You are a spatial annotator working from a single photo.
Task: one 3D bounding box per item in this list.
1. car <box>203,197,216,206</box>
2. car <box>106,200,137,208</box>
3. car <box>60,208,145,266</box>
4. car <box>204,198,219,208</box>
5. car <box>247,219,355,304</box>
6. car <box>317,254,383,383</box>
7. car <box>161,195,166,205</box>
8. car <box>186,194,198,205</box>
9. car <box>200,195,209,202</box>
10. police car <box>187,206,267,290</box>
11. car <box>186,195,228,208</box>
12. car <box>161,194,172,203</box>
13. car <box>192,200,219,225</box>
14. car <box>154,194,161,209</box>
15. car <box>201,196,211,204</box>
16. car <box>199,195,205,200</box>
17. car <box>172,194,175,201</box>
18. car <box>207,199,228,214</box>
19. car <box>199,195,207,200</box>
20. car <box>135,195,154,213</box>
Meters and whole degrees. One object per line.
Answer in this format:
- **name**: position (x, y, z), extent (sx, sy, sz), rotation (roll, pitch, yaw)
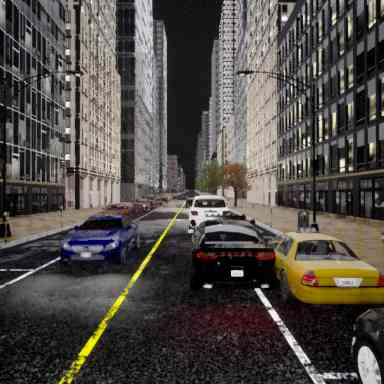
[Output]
- **car**: position (2.743, 1.532, 53.297), extent (1.802, 1.307, 4.206), rotation (1, 0, 0)
- **car**: position (-5.663, 1.533, 24.940), extent (1.887, 1.381, 4.507), rotation (0, 0, 0)
- **car**: position (-2.990, 1.523, 11.718), extent (1.812, 1.442, 4.674), rotation (0, 0, 0)
- **car**: position (2.737, 1.542, 47.622), extent (1.802, 1.307, 4.206), rotation (1, 0, 0)
- **car**: position (2.702, 1.524, 8.069), extent (1.752, 1.417, 4.829), rotation (0, 0, 0)
- **car**: position (2.697, 1.551, 2.222), extent (2.008, 1.369, 4.403), rotation (0, 0, 0)
- **car**: position (-5.638, 1.532, 53.318), extent (1.802, 1.307, 4.206), rotation (1, 0, 0)
- **car**: position (0.051, 1.289, 59.590), extent (2.097, 1.767, 4.553), rotation (0, 0, 0)
- **car**: position (2.763, 1.463, 75.996), extent (1.947, 1.339, 4.313), rotation (1, 0, 0)
- **police car**: position (0.907, 1.424, 9.246), extent (1.930, 1.638, 5.238), rotation (0, 0, 0)
- **car**: position (0.916, 1.218, 19.166), extent (2.150, 2.045, 5.566), rotation (0, 0, 0)
- **car**: position (-5.626, 1.241, 64.670), extent (2.192, 1.841, 5.009), rotation (1, 0, 0)
- **car**: position (0.921, 1.466, 25.136), extent (1.882, 1.535, 5.008), rotation (0, 0, 0)
- **car**: position (-5.646, 1.284, 41.968), extent (2.192, 1.841, 5.009), rotation (0, 0, 0)
- **car**: position (2.753, 1.451, 64.817), extent (1.752, 1.417, 4.829), rotation (1, 0, 0)
- **car**: position (2.778, 1.430, 93.019), extent (1.802, 1.307, 4.206), rotation (1, 0, 0)
- **car**: position (-5.617, 1.338, 76.021), extent (1.967, 1.590, 4.097), rotation (1, 0, 0)
- **car**: position (2.727, 1.542, 36.273), extent (1.947, 1.339, 4.313), rotation (0, 0, 0)
- **car**: position (2.773, 1.410, 87.346), extent (1.887, 1.381, 4.507), rotation (1, 0, 0)
- **car**: position (-5.652, 1.416, 36.293), extent (1.967, 1.590, 4.097), rotation (0, 0, 0)
